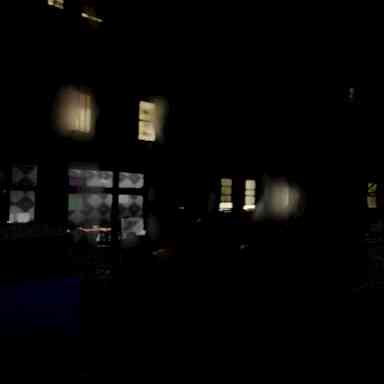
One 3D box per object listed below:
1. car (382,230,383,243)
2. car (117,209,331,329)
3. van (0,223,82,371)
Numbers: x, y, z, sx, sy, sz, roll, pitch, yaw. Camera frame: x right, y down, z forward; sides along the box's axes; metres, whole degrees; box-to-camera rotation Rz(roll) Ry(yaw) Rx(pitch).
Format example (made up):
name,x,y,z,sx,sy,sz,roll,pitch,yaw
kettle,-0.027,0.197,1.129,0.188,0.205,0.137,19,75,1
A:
name,x,y,z,sx,sy,sz,roll,pitch,yaw
car,9.777,1.435,13.513,5.009,1.841,2.192,1,1,-35
car,0.974,1.353,7.232,5.009,1.841,2.192,1,1,-35
van,-3.428,1.337,4.092,3.998,1.788,1.690,1,1,-35
